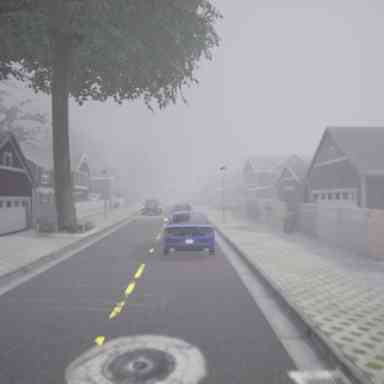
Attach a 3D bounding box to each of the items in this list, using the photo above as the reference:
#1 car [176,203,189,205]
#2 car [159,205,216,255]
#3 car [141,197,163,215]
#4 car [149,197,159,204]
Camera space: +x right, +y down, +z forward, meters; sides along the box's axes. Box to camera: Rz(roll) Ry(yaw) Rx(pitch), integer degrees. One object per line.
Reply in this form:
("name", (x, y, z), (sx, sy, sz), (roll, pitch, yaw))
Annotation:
("car", (-0.846, 1.663, 29.087), (1.994, 1.385, 4.181), (0, 0, -3))
("car", (-0.151, 1.505, 13.553), (1.882, 1.535, 5.008), (0, 0, -2))
("car", (-4.189, 1.490, 35.067), (2.097, 1.767, 4.553), (0, 0, -4))
("car", (-8.681, 1.905, 75.606), (1.994, 1.385, 4.181), (0, -1, -9))
